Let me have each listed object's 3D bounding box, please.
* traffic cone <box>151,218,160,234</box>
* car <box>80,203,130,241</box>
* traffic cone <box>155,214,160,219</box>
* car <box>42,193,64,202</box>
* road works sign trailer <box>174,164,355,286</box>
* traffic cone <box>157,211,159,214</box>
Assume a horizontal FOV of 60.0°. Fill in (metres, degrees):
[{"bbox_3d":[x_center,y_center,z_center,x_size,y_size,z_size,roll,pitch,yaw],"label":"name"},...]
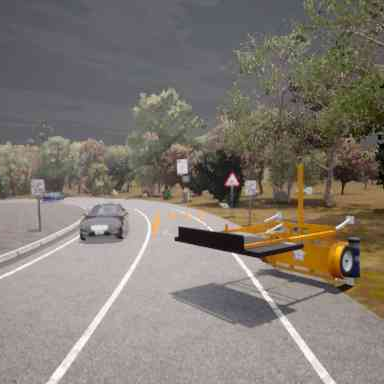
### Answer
[{"bbox_3d":[-1.866,1.750,16.538,0.340,0.580,0.340,-1,2,-4],"label":"traffic cone"},{"bbox_3d":[-4.045,1.320,15.973,2.128,1.511,4.902,-1,1,-6],"label":"car"},{"bbox_3d":[-2.015,1.692,18.533,0.340,0.580,0.340,-1,2,-4],"label":"traffic cone"},{"bbox_3d":[-22.772,0.841,54.564,5.008,1.535,1.882,-2,3,43],"label":"car"},{"bbox_3d":[1.685,0.773,7.455,3.560,2.880,2.380,-1,1,-39],"label":"road works sign trailer"},{"bbox_3d":[-2.165,1.634,20.525,0.340,0.580,0.340,-1,2,-4],"label":"traffic cone"}]
